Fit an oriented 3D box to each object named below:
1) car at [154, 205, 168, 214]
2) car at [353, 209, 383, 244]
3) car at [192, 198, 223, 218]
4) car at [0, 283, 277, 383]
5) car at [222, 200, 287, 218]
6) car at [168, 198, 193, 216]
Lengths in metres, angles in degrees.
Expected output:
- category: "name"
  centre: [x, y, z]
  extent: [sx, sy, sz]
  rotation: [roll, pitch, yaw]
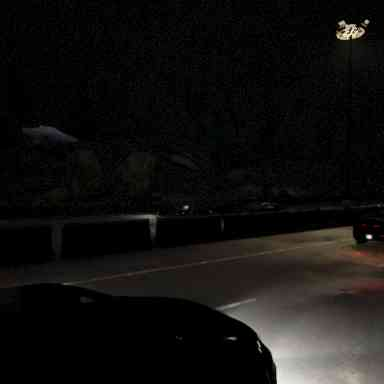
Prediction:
- category: "car"
  centre: [-1.105, 1.570, 33.173]
  extent: [5.357, 1.411, 2.033]
  rotation: [0, 0, -35]
- category: "car"
  centre: [8.880, 1.478, 14.377]
  extent: [4.892, 1.490, 1.837]
  rotation: [0, 0, -35]
- category: "car"
  centre: [2.800, 1.442, 27.362]
  extent: [5.008, 1.535, 1.882]
  rotation: [0, 0, -35]
- category: "car"
  centre: [-1.195, 1.564, 2.893]
  extent: [4.181, 1.385, 1.994]
  rotation: [0, 0, -35]
- category: "car"
  centre: [4.971, 1.459, 24.610]
  extent: [4.902, 1.511, 2.128]
  rotation: [0, 0, -35]
- category: "car"
  centre: [0.546, 1.311, 30.058]
  extent: [4.553, 1.767, 2.097]
  rotation: [-1, 0, -35]
